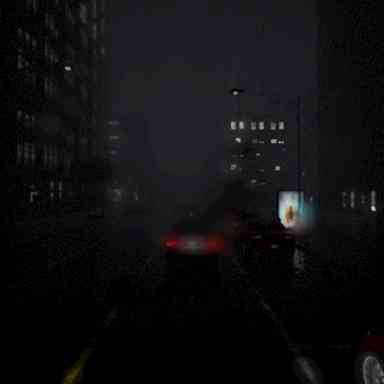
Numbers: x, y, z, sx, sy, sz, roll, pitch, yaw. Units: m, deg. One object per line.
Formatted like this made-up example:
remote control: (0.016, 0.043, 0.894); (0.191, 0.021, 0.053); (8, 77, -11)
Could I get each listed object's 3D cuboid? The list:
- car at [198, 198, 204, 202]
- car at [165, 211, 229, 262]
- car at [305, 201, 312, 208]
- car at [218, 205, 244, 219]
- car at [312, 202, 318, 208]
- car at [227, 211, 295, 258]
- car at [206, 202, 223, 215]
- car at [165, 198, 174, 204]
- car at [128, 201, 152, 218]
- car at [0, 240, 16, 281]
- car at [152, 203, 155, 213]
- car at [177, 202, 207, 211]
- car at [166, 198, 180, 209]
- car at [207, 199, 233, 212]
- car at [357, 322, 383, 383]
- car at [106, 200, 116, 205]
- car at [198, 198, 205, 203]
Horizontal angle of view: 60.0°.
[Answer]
car: (2.713, 2.461, 89.999); (1.887, 1.381, 4.507); (1, -1, 0)
car: (0.014, 1.676, 12.559); (2.033, 1.411, 5.357); (0, -1, 0)
car: (20.858, 2.415, 65.686); (4.097, 1.590, 1.967); (1, -2, 0)
car: (2.702, 1.717, 18.899); (1.752, 1.417, 4.829); (1, -1, 0)
car: (26.270, 2.750, 74.034); (4.829, 1.417, 1.752); (1, -2, 0)
car: (2.700, 1.679, 13.170); (1.887, 1.381, 4.507); (1, -1, 0)
car: (2.705, 1.960, 40.966); (1.887, 1.381, 4.507); (1, -1, 0)
car: (-5.668, 2.383, 84.322); (1.752, 1.417, 4.829); (1, -1, 0)
car: (-5.676, 1.883, 35.239); (1.752, 1.417, 4.829); (1, -1, 0)
car: (-5.682, 1.660, 7.612); (1.802, 1.307, 4.206); (1, -1, 0)
car: (-5.674, 1.856, 40.969); (1.967, 1.590, 4.097); (1, -1, 0)
car: (0.029, 1.854, 28.536); (1.994, 1.385, 4.181); (0, 0, 1)
car: (-3.014, 2.085, 55.166); (1.812, 1.442, 4.674); (0, -1, 1)
car: (2.705, 1.618, 29.849); (2.192, 1.841, 5.009); (1, -1, 0)
car: (2.698, 1.604, 2.051); (1.802, 1.307, 4.206); (1, -1, 0)
car: (-17.241, 1.923, 65.373); (4.507, 1.381, 1.887); (1, -2, 0)
car: (2.715, 2.413, 95.524); (1.967, 1.590, 4.097); (1, -1, 0)
